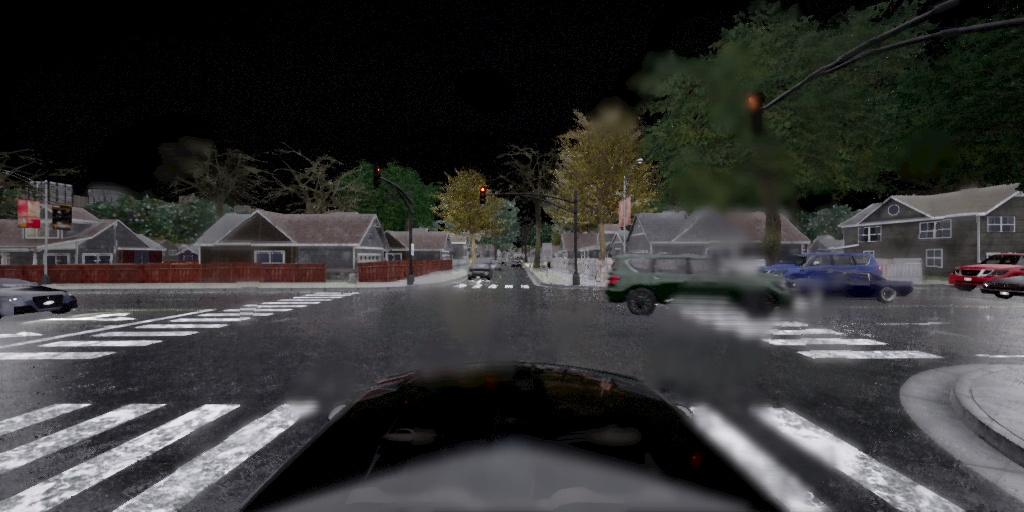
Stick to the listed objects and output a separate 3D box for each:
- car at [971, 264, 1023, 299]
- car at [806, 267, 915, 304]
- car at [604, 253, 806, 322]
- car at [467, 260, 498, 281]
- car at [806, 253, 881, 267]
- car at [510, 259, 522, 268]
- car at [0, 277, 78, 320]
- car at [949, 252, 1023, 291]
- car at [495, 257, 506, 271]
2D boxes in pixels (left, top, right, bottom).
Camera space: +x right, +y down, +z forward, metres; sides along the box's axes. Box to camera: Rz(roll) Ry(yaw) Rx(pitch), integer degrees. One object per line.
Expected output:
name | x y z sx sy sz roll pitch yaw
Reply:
car | 23.205 1.153 14.903 5.357 1.411 2.033 0 0 1
car | 13.555 1.260 15.059 4.718 1.301 1.895 0 0 1
car | 5.975 0.925 12.094 5.566 2.045 2.150 0 1 20
car | -2.618 1.310 30.706 2.033 1.411 5.357 0 0 1
car | 15.485 0.868 18.291 5.566 2.045 2.150 0 0 1
car | 0.741 1.299 61.404 1.837 1.490 4.892 0 0 1
car | -17.591 1.410 12.124 4.181 1.385 1.994 0 0 1
car | 25.851 0.811 18.107 5.566 2.045 2.150 0 0 1
car | -2.364 1.271 49.172 2.128 1.511 4.902 0 0 1
